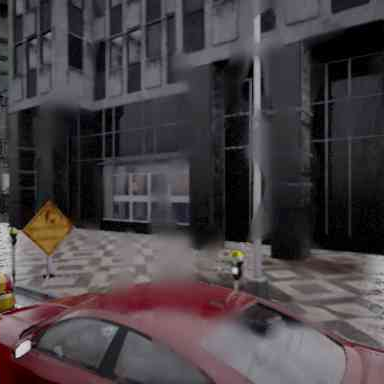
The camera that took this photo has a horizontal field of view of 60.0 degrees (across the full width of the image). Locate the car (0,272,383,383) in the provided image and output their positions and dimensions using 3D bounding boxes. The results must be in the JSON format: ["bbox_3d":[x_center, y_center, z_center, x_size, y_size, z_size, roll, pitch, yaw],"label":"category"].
[{"bbox_3d":[-0.405,1.544,3.059,4.507,1.381,1.887,0,0,34],"label":"car"}]

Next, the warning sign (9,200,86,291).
[{"bbox_3d":[-3.355,1.129,7.784,1.060,1.860,1.300,0,0,34],"label":"warning sign"}]
